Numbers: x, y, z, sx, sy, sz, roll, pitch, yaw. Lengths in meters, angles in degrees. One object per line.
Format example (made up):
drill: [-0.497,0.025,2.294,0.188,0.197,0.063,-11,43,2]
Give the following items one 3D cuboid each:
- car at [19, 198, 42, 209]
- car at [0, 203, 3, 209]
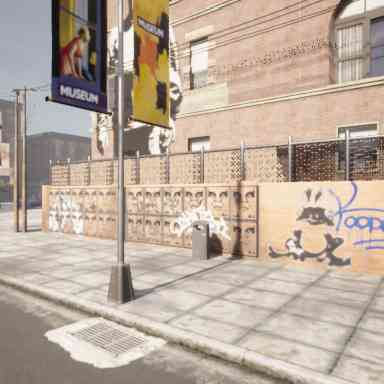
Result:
car: [-21.637,1.526,44.700,1.812,1.442,4.674,0,0,15]
car: [-25.905,1.526,41.576,1.812,1.442,4.674,0,0,8]
